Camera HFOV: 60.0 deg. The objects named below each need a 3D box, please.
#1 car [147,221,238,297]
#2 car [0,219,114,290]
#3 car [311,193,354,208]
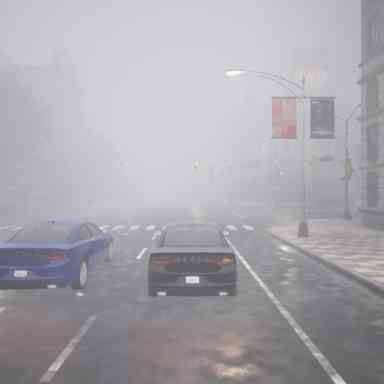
[{"bbox_3d":[0.007,1.478,8.651,1.882,1.535,5.008,0,0,0],"label":"car"},{"bbox_3d":[-3.489,1.478,9.118,1.882,1.535,5.008,0,0,-2],"label":"car"},{"bbox_3d":[19.583,1.221,46.347,5.566,2.045,2.150,0,0,0],"label":"car"}]
